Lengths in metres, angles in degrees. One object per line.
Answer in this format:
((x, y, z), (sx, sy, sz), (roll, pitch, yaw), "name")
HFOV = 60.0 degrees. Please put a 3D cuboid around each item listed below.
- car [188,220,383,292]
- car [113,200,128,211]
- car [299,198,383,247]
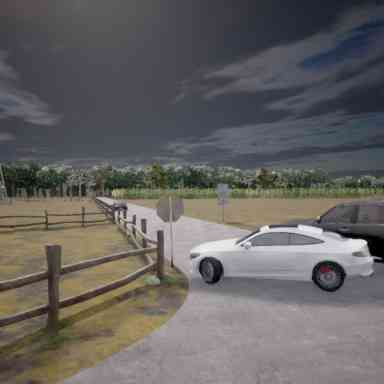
((2.194, 1.612, 8.890), (4.674, 1.442, 1.812), (-2, 0, 18), "car")
((-10.749, 1.976, 49.474), (2.033, 1.411, 5.357), (-2, 0, -18), "car")
((5.100, 1.223, 9.781), (2.150, 2.045, 5.566), (-2, 0, -39), "car")
